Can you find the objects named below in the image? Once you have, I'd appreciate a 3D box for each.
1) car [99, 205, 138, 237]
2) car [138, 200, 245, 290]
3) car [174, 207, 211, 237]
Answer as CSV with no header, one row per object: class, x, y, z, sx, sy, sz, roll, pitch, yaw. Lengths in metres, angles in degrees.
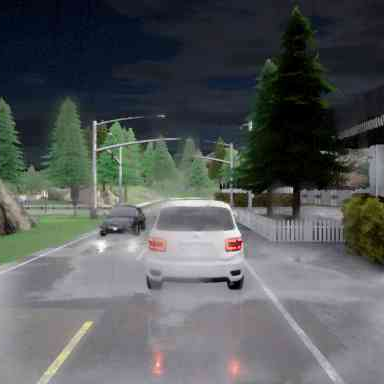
car,-3.631,1.506,18.153,1.837,1.490,4.892,0,0,0
car,0.063,1.221,9.234,2.150,2.045,5.566,0,0,0
car,0.015,1.601,18.997,1.895,1.301,4.718,0,0,0
